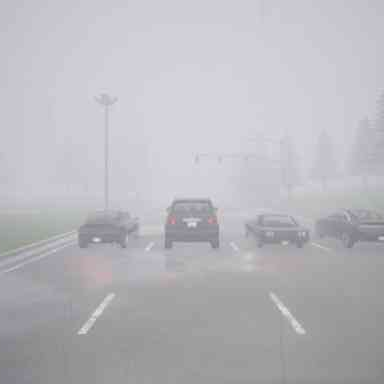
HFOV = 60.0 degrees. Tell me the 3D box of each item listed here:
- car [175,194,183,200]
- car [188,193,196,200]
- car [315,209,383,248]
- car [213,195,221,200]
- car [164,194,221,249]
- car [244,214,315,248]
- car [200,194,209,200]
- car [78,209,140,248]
[{"bbox_3d":[-3.500,1.423,93.472,2.033,1.411,5.357,0,0,0],"label":"car"},{"bbox_3d":[0.000,1.256,93.858,2.097,1.767,4.553,0,0,0],"label":"car"},{"bbox_3d":[7.000,1.492,14.650,2.128,1.511,4.902,0,0,0],"label":"car"},{"bbox_3d":[7.000,1.452,93.855,1.994,1.385,4.181,0,0,0],"label":"car"},{"bbox_3d":[0.000,1.255,14.680,2.150,2.045,5.566,0,0,0],"label":"car"},{"bbox_3d":[3.500,1.613,14.680,1.895,1.301,4.718,0,0,0],"label":"car"},{"bbox_3d":[3.500,1.408,93.472,2.128,1.511,4.902,0,0,0],"label":"car"},{"bbox_3d":[-3.500,1.513,14.650,1.837,1.490,4.892,0,0,0],"label":"car"}]
